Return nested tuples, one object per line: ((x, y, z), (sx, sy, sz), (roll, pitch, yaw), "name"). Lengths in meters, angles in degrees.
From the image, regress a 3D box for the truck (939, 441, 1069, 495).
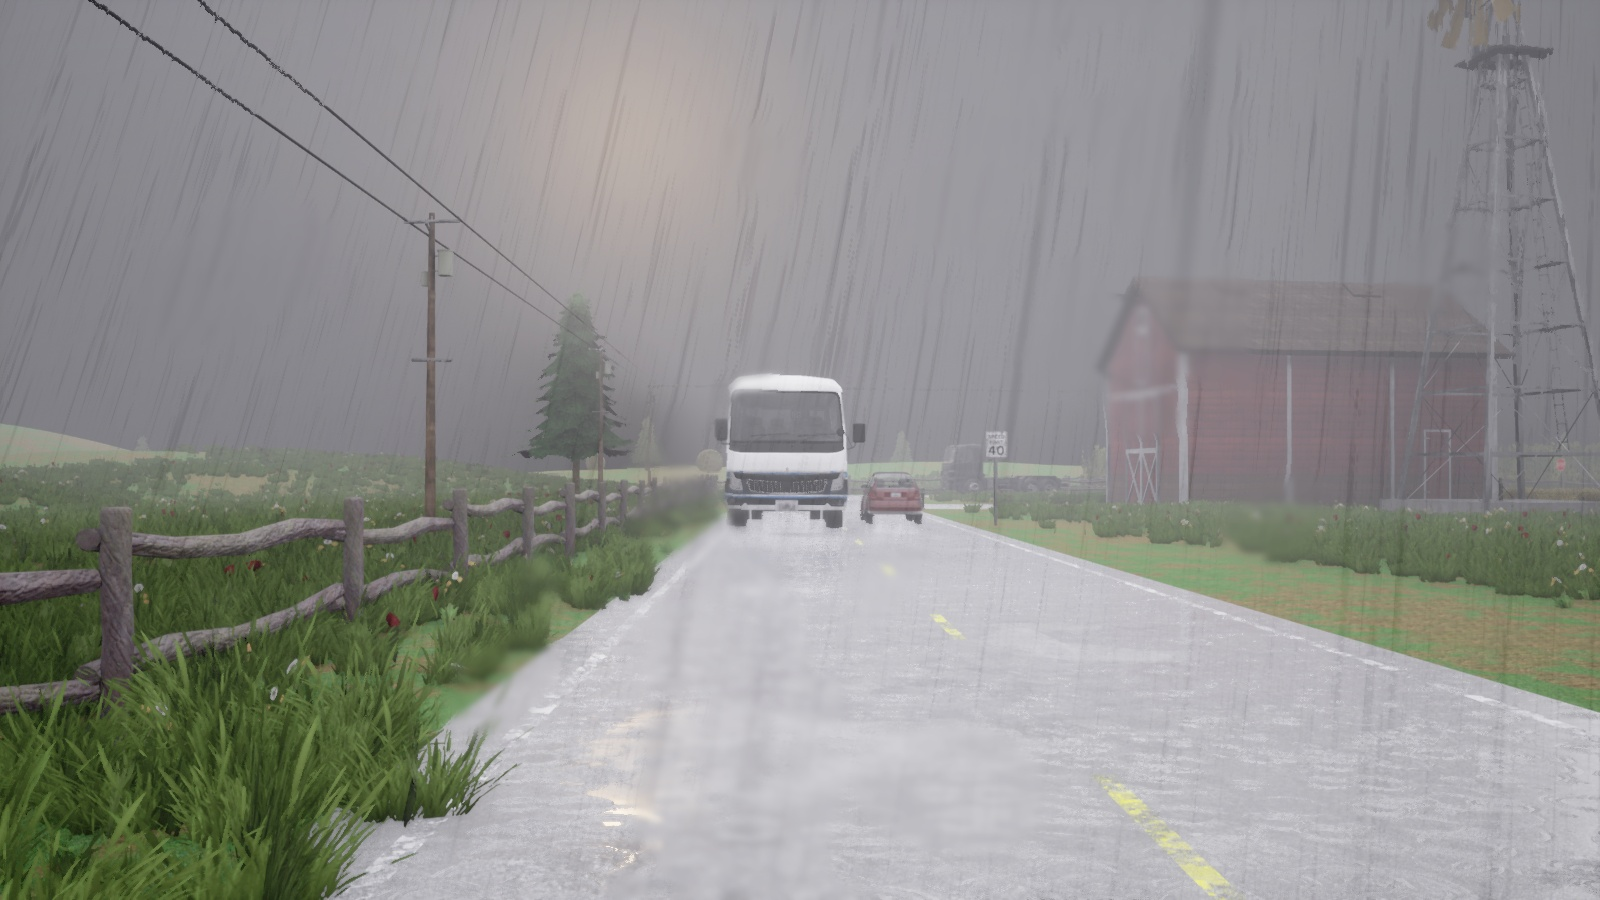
((13.342, 1.164, 82.354), (7.936, 3.462, 2.891), (0, -1, -6), "truck")

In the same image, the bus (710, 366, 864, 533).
((-0.390, 0.067, 37.288), (3.944, 4.253, 10.273), (0, -1, -1), "bus")

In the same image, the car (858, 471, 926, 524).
((2.798, 1.435, 38.830), (1.789, 1.549, 3.705), (0, -1, -1), "car")
